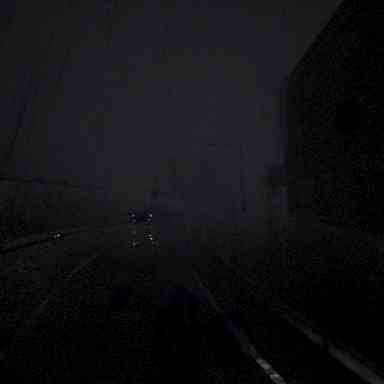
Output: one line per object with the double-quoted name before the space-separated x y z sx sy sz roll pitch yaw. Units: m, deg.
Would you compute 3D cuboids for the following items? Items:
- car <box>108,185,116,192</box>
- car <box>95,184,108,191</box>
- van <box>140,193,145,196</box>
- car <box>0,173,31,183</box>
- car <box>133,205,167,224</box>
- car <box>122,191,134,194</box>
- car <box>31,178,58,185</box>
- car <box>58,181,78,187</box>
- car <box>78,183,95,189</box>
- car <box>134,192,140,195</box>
"car" -18.266 -0.438 71.346 2.435 2.045 5.566 -4 -4 10
"car" -19.261 -0.626 65.827 2.185 1.767 4.553 -4 -4 11
"van" -15.443 1.129 93.370 1.878 1.987 4.442 -3 -5 6
"car" -24.338 -1.651 44.137 2.185 1.767 4.553 -4 -3 16
"car" -3.780 2.013 30.405 1.882 1.535 5.008 -4 -2 13
"car" -16.654 0.560 82.233 2.002 1.452 4.674 -3 -4 7
"car" -22.857 -1.250 49.658 2.163 1.488 4.792 -4 -3 15
"car" -21.538 -0.996 55.012 2.002 1.452 4.674 -4 -3 14
"car" -20.359 -0.786 60.299 2.231 1.521 4.892 -4 -3 12
"car" -16.008 0.958 87.723 2.002 1.452 4.674 -3 -5 6
